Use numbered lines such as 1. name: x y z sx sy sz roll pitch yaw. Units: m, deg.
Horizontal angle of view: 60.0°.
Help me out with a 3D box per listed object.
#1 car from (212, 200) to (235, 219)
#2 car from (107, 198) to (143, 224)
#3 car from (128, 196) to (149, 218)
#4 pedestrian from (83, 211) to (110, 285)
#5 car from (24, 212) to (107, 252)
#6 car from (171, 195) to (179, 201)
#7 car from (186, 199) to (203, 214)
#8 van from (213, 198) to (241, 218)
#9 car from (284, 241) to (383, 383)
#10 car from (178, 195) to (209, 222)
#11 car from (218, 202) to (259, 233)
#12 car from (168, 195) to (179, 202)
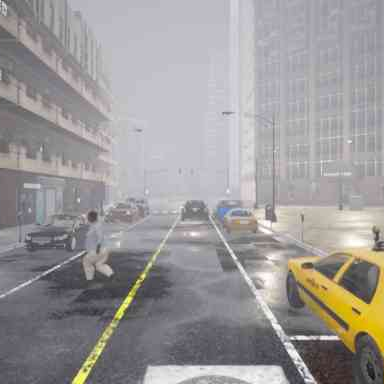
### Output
1. car: 2.794 1.544 30.452 1.752 1.417 4.829 0 0 0
2. car: -5.127 1.452 24.798 1.967 1.590 4.097 0 0 0
3. car: -5.085 1.333 30.334 2.192 1.841 5.009 0 0 0
4. pedestrian: -2.264 1.295 7.904 0.375 1.860 0.375 0 0 0
5. car: -5.209 1.554 13.727 2.008 1.369 4.403 0 0 0
6. car: -4.645 1.606 90.439 1.967 1.590 4.097 0 0 0
7. car: 0.266 1.552 36.033 1.812 1.442 4.674 0 0 0
8. van: 2.754 1.353 24.746 1.690 1.788 3.998 0 0 0
9. car: 2.786 1.456 4.867 1.801 1.575 5.366 0 0 0
10. car: 0.261 1.366 26.717 2.097 1.767 4.553 0 0 1
11. car: 2.713 1.532 19.382 1.752 1.417 4.829 0 0 0
12. car: -4.728 1.652 79.163 1.752 1.417 4.829 0 0 0
